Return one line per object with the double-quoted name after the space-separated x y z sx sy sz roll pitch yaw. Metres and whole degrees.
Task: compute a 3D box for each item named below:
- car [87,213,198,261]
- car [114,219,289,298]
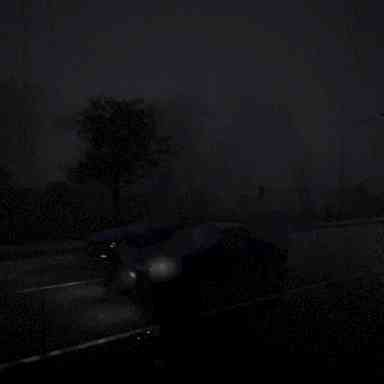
-1.139 1.521 11.776 5.008 1.535 1.882 0 0 -36 "car"
0.586 1.566 8.708 4.674 1.442 1.812 0 0 -36 "car"
